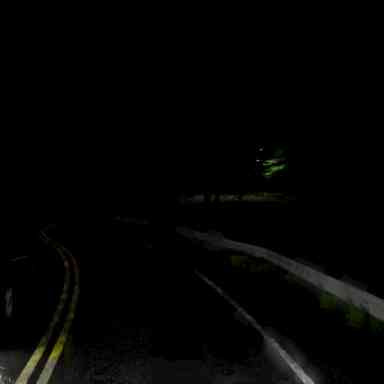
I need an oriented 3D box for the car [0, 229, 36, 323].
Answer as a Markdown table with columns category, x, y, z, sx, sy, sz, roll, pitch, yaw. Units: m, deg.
| category | x | y | z | sx | sy | sz | roll | pitch | yaw |
| --- | --- | --- | --- | --- | --- | --- | --- | --- | --- |
| car | -4.605 | 1.622 | 7.121 | 1.837 | 1.490 | 4.892 | -2 | 0 | -18 |
